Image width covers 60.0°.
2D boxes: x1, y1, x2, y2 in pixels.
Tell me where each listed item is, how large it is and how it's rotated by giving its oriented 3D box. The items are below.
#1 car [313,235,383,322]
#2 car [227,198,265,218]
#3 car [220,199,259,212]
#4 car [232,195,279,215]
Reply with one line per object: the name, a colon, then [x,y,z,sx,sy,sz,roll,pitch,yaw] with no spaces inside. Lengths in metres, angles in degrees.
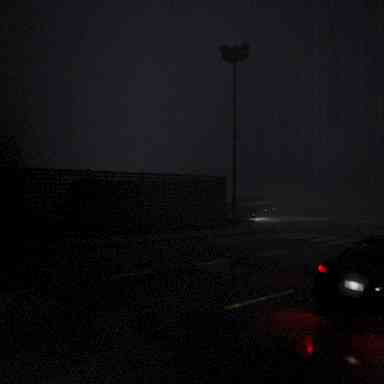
car: [4.442,1.603,6.923,4.181,1.385,1.994,0,0,-35]
car: [3.868,1.602,31.245,2.033,1.411,5.357,0,0,-36]
car: [5.766,1.597,40.953,1.837,1.490,4.892,0,0,-35]
car: [6.196,1.295,34.008,2.150,2.045,5.566,0,0,-36]
